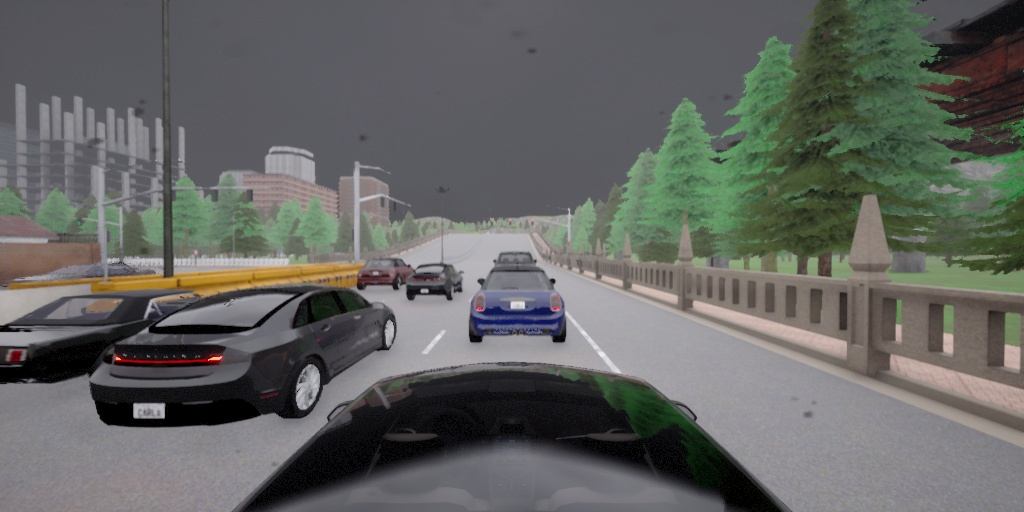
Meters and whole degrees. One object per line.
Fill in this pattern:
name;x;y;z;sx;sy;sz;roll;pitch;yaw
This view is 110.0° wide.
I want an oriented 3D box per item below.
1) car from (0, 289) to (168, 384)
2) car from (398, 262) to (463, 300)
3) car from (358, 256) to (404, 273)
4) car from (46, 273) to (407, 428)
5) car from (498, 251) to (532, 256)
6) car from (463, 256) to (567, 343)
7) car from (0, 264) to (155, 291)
car;-6.884;1.285;6.874;1.895;1.301;4.718;0;1;1
car;-3.348;1.068;16.181;1.837;1.490;4.892;0;1;0
car;-6.881;0.864;20.167;2.097;1.767;4.553;0;1;-1
car;-3.387;1.200;5.778;1.837;1.490;4.892;0;0;0
car;0.162;0.749;18.986;2.150;2.045;5.566;0;1;0
car;0.125;1.001;9.498;2.097;1.767;4.553;0;1;0
car;-20.981;1.090;17.868;2.033;1.411;5.357;0;1;1
